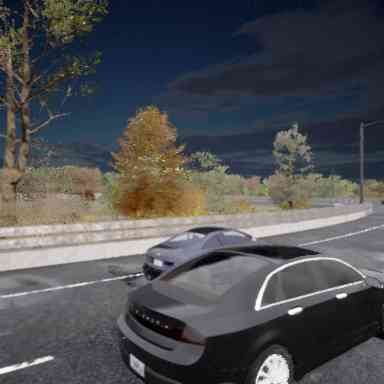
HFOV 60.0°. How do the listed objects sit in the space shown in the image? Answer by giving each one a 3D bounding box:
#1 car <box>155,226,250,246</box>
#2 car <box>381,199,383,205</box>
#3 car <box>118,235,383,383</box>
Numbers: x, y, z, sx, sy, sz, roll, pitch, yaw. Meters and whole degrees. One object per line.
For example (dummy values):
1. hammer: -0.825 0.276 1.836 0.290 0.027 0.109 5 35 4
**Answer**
1. car: 0.790 1.631 9.014 4.181 1.385 1.994 0 0 -38
2. car: 35.754 1.731 60.112 1.812 1.442 4.674 0 0 15
3. car: 1.350 1.541 4.920 4.892 1.490 1.837 0 0 -38
